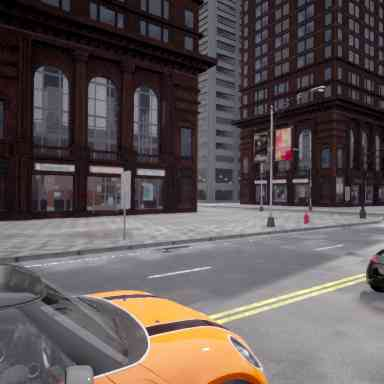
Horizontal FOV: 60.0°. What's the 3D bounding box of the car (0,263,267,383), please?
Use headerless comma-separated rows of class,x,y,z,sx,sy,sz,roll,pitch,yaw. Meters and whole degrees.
car,-1.536,1.352,2.343,4.553,1.767,2.097,0,0,-36

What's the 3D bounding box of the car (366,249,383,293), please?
car,5.890,1.576,7.665,4.181,1.385,1.994,0,0,-35
